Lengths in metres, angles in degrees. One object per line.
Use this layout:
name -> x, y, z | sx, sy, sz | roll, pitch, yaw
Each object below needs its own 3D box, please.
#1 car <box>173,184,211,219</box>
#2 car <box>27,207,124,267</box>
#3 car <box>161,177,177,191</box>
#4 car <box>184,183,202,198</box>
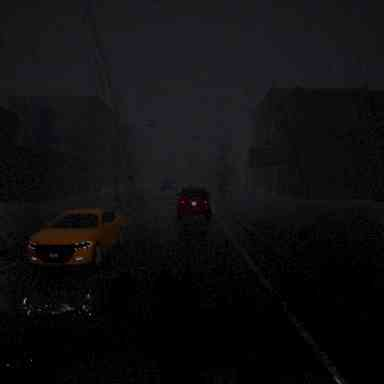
car -> 0.118, 0.651, 22.691 | 2.150, 2.045, 5.566 | 0, 3, 0
car -> -3.590, 1.315, 11.116 | 1.882, 1.535, 5.008 | 0, 1, 0
car -> -3.535, -1.215, 52.118 | 2.150, 2.045, 5.566 | 0, 4, 0
car -> 0.133, -0.248, 41.863 | 2.128, 1.511, 4.902 | 0, 4, 0
